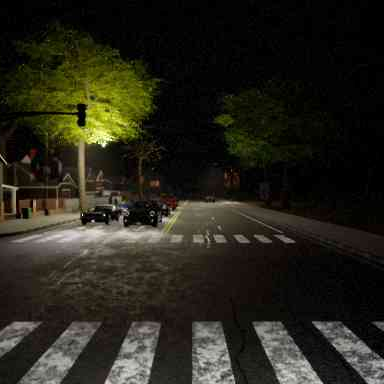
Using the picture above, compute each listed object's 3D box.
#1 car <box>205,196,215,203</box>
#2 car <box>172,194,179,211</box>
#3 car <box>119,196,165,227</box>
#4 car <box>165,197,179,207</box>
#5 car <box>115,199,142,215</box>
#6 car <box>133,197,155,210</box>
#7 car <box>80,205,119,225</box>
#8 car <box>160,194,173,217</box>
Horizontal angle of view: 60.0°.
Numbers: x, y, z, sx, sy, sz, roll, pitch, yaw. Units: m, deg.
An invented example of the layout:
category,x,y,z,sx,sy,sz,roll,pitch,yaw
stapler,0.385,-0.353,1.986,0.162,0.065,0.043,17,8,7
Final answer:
category,x,y,z,sx,sy,sz,roll,pitch,yaw
car,3.669,1.503,67.644,1.837,1.490,4.892,0,0,1
car,-3.145,1.215,41.675,2.150,2.045,5.566,0,0,0
car,-3.240,1.345,22.531,2.097,1.767,4.553,0,0,0
car,-3.059,1.498,51.917,1.837,1.490,4.892,0,0,1
car,-6.422,1.517,34.200,1.812,1.442,4.674,0,0,0
car,-6.374,1.484,44.640,2.128,1.511,4.902,0,0,1
car,-6.482,1.593,24.028,1.895,1.301,4.718,0,0,0
car,-3.197,1.343,31.389,2.097,1.767,4.553,0,0,0
